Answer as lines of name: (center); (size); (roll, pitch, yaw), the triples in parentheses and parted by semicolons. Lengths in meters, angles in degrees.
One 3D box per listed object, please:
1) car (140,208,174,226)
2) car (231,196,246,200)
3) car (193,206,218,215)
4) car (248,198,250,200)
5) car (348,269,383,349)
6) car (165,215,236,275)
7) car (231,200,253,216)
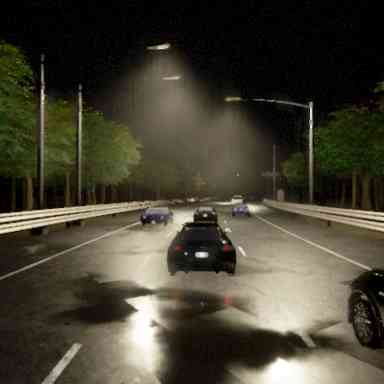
car: (-2.524, 1.825, 25.249); (1.895, 1.301, 4.718); (0, -1, 4)
car: (8.481, 1.771, 61.823); (2.150, 2.045, 5.566); (0, 0, 9)
car: (1.169, 1.816, 27.792); (1.994, 1.385, 4.181); (0, -1, 4)
car: (13.434, 2.245, 87.538); (1.882, 1.535, 5.008); (0, 0, 13)
car: (3.540, 1.389, 3.525); (2.097, 1.767, 4.553); (0, -1, 1)
car: (0.315, 1.663, 10.867); (1.994, 1.385, 4.181); (0, -1, 2)
car: (5.273, 1.882, 36.524); (2.033, 1.411, 5.357); (0, 0, 6)
